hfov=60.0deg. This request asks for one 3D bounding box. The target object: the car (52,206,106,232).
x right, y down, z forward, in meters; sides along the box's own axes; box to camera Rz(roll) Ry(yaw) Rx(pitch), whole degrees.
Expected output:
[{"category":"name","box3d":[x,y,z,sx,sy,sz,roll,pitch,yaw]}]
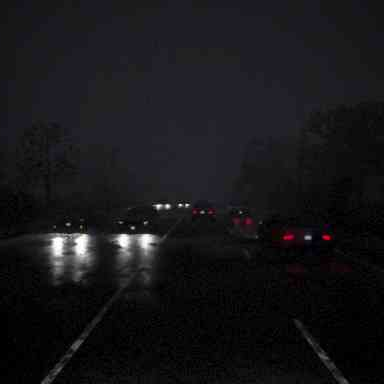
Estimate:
[{"category":"car","box3d":[-6.593,1.554,19.855,1.994,1.385,4.181,0,0,2]}]

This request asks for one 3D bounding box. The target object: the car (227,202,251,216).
[{"category":"car","box3d":[4.578,1.604,33.002,1.895,1.301,4.718,0,0,2]}]

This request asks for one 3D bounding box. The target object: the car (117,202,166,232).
[{"category":"car","box3d":[-3.073,1.542,20.405,2.033,1.411,5.357,0,0,2]}]

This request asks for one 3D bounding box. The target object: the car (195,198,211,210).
[{"category":"car","box3d":[1.428,1.563,42.974,1.994,1.385,4.181,0,0,2]}]

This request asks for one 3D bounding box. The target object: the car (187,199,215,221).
[{"category":"car","box3d":[0.865,1.546,27.040,2.033,1.411,5.357,0,0,2]}]

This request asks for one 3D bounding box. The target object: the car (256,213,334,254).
[{"category":"car","box3d":[3.898,1.552,13.430,2.033,1.411,5.357,0,0,2]}]

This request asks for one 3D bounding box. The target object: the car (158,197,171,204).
[{"category":"car","box3d":[-5.078,1.590,60.834,1.895,1.301,4.718,0,0,3]}]

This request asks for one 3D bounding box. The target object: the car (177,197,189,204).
[{"category":"car","box3d":[-1.555,1.557,61.575,1.994,1.385,4.181,0,0,3]}]
